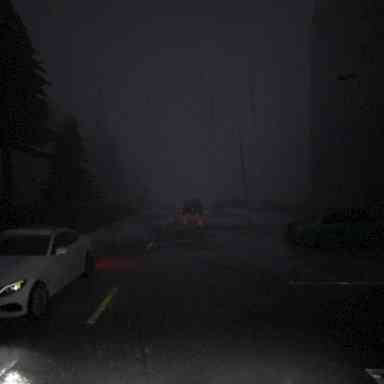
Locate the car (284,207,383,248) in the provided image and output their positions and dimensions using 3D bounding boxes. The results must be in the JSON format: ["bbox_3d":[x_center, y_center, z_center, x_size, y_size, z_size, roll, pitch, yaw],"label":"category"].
[{"bbox_3d":[6.029,1.483,14.226,3.988,1.617,1.851,0,0,-1],"label":"car"}]

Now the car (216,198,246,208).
[{"bbox_3d":[5.511,1.550,47.234,4.181,1.381,1.994,0,0,-1],"label":"car"}]

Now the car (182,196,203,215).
[{"bbox_3d":[0.066,1.478,33.545,1.882,1.535,5.008,0,0,0],"label":"car"}]

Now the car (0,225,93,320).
[{"bbox_3d":[-3.591,1.526,7.434,1.812,1.442,4.674,0,0,0],"label":"car"}]
